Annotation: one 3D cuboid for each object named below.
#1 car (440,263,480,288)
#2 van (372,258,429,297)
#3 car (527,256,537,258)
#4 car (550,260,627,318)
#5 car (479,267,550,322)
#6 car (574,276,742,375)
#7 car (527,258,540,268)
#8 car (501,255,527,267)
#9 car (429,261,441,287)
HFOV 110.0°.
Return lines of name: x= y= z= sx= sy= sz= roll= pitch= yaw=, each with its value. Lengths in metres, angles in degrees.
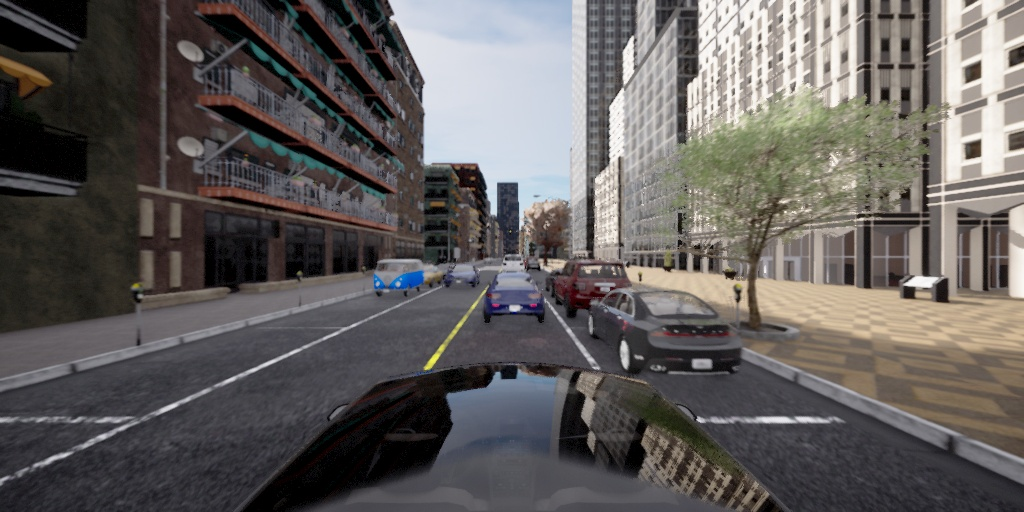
car: x=-3.086 y=1.224 z=23.069 sx=1.812 sy=1.442 sz=4.674 roll=0 pitch=0 yaw=0
van: x=-5.685 y=1.050 z=18.314 sx=1.690 sy=1.789 sz=3.998 roll=0 pitch=0 yaw=0
car: x=2.705 y=0.964 z=51.448 sx=2.192 sy=1.841 sz=5.009 roll=0 pitch=0 yaw=0
car: x=2.695 y=1.036 z=12.789 sx=2.192 sy=1.841 sz=5.009 roll=0 pitch=0 yaw=0
car: x=0.053 y=1.249 z=12.078 sx=1.812 sy=1.442 sz=4.674 roll=0 pitch=0 yaw=0
car: x=2.694 y=1.286 z=7.266 sx=2.007 sy=1.370 sz=4.403 roll=0 pitch=0 yaw=0
car: x=2.703 y=1.224 z=45.925 sx=1.948 sy=1.339 sz=4.313 roll=0 pitch=0 yaw=0
car: x=0.110 y=0.897 z=35.498 sx=2.150 sy=2.045 sz=5.566 roll=0 pitch=0 yaw=0
car: x=-5.683 y=1.222 z=23.667 sx=1.751 sy=1.417 sz=4.829 roll=0 pitch=0 yaw=0
